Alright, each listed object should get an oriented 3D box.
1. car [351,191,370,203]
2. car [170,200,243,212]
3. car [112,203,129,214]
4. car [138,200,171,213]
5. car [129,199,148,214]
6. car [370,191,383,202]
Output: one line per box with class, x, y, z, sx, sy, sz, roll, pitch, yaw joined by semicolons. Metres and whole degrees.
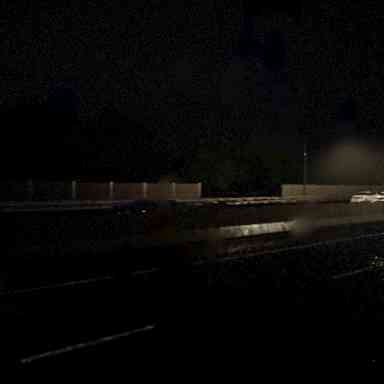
car;28.463;0.941;54.674;5.566;2.045;2.150;-1;0;-36
car;1.353;1.440;22.177;5.008;1.535;1.882;0;0;-36
car;-4.843;1.443;30.655;5.008;1.535;1.882;0;0;-36
car;-0.934;1.513;24.846;5.357;1.411;2.033;0;0;-36
car;-2.489;1.469;28.035;4.892;1.490;1.837;0;0;-36
car;30.590;0.940;51.897;5.566;2.045;2.150;-1;0;-36
